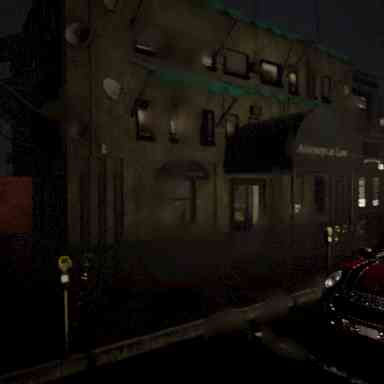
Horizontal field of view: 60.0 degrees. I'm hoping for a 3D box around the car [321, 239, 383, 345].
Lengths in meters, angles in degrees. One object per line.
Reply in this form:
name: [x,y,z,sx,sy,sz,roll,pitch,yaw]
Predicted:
car: [4.052,1.399,5.733,4.097,1.590,1.967,0,0,-35]
